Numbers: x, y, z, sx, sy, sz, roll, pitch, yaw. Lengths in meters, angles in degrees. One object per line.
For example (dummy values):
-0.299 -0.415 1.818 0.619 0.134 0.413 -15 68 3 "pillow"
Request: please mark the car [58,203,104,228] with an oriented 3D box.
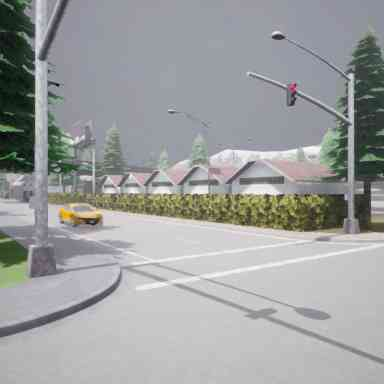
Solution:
-7.673 1.534 22.773 1.882 1.535 5.008 0 1 -36 "car"
